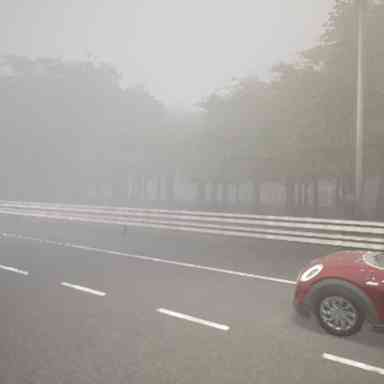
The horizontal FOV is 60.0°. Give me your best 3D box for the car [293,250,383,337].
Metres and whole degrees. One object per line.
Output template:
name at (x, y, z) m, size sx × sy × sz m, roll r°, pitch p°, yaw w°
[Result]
car at (4.029, 1.415, 5.268) m, size 4.553 × 1.767 × 2.097 m, roll 1°, pitch 0°, yaw 34°
